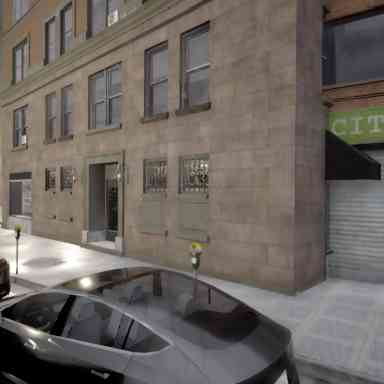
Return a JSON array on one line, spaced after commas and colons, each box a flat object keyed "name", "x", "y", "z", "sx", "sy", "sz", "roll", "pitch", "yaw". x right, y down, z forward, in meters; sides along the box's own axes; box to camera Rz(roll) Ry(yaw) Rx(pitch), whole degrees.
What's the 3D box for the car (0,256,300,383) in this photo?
[{"name": "car", "x": -1.010, "y": 1.565, "z": 3.793, "sx": 4.313, "sy": 1.339, "sz": 1.947, "roll": 0, "pitch": 1, "yaw": 35}]
